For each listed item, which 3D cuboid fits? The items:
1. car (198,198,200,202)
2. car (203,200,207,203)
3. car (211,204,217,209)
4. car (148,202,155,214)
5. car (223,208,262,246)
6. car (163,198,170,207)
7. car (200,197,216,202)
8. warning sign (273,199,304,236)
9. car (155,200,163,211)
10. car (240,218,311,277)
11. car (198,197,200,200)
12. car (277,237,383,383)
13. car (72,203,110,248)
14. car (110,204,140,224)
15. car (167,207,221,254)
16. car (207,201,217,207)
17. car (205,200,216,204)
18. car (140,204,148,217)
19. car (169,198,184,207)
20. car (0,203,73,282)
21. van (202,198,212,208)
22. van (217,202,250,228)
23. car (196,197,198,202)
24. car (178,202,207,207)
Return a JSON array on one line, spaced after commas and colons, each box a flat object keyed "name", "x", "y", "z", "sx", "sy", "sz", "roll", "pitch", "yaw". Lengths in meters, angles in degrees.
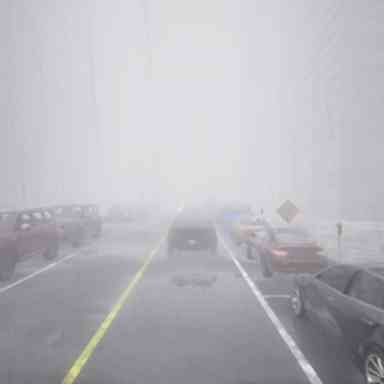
[{"name": "car", "x": 2.765, "y": 2.280, "z": 66.641, "sx": 2.008, "sy": 1.369, "sz": 4.403, "roll": 0, "pitch": -1, "yaw": 0}, {"name": "car", "x": 2.765, "y": 2.041, "z": 44.095, "sx": 1.947, "sy": 1.339, "sz": 4.313, "roll": 0, "pitch": -1, "yaw": 0}, {"name": "car", "x": 2.765, "y": 1.869, "z": 27.186, "sx": 1.802, "sy": 1.307, "sz": 4.206, "roll": 0, "pitch": -1, "yaw": 0}, {"name": "car", "x": -5.760, "y": 1.993, "z": 38.454, "sx": 1.802, "sy": 1.307, "sz": 4.206, "roll": 0, "pitch": -1, "yaw": 0}, {"name": "car", "x": 2.765, "y": 1.694, "z": 16.085, "sx": 1.752, "sy": 1.417, "sz": 4.829, "roll": 0, "pitch": -1, "yaw": 0}, {"name": "car", "x": -5.760, "y": 2.295, "z": 66.634, "sx": 1.947, "sy": 1.339, "sz": 4.313, "roll": 0, "pitch": -1, "yaw": 0}, {"name": "car", "x": 2.766, "y": 1.853, "z": 49.734, "sx": 2.192, "sy": 1.841, "sz": 5.009, "roll": 0, "pitch": -1, "yaw": 0}, {"name": "warning sign", "x": 5.063, "y": 1.299, "z": 17.543, "sx": 1.300, "sy": 1.860, "sz": 1.060, "roll": 0, "pitch": -1, "yaw": 0}, {"name": "car", "x": -5.760, "y": 2.120, "z": 49.726, "sx": 1.802, "sy": 1.307, "sz": 4.206, "roll": 0, "pitch": -1, "yaw": 0}, {"name": "car", "x": 2.765, "y": 1.689, "z": 10.277, "sx": 1.802, "sy": 1.307, "sz": 4.206, "roll": 0, "pitch": -1, "yaw": 0}, {"name": "car", "x": 2.765, "y": 2.321, "z": 72.447, "sx": 1.752, "sy": 1.417, "sz": 4.829, "roll": 0, "pitch": -1, "yaw": 0}, {"name": "car", "x": 2.766, "y": 1.615, "z": 4.641, "sx": 1.947, "sy": 1.339, "sz": 4.313, "roll": 0, "pitch": -1, "yaw": 0}, {"name": "car", "x": -5.758, "y": 1.481, "z": 15.914, "sx": 2.192, "sy": 1.841, "sz": 5.009, "roll": 0, "pitch": -1, "yaw": 0}, {"name": "car", "x": -5.759, "y": 1.727, "z": 27.183, "sx": 1.967, "sy": 1.590, "sz": 4.097, "roll": 0, "pitch": -1, "yaw": 0}, {"name": "car", "x": 0.029, "y": 1.627, "z": 14.255, "sx": 1.882, "sy": 1.535, "sz": 5.008, "roll": 0, "pitch": 0, "yaw": 0}, {"name": "car", "x": 2.765, "y": 1.900, "z": 32.823, "sx": 2.008, "sy": 1.369, "sz": 4.403, "roll": 0, "pitch": -1, "yaw": 0}, {"name": "car", "x": 2.765, "y": 1.977, "z": 38.459, "sx": 1.947, "sy": 1.339, "sz": 4.313, "roll": 0, "pitch": -1, "yaw": 0}, {"name": "car", "x": -5.760, "y": 1.931, "z": 32.817, "sx": 1.802, "sy": 1.307, "sz": 4.206, "roll": 0, "pitch": -1, "yaw": 0}, {"name": "car", "x": -3.011, "y": 2.315, "z": 65.339, "sx": 1.895, "sy": 1.301, "sz": 4.718, "roll": 0, "pitch": -1, "yaw": 0}, {"name": "car", "x": -5.758, "y": 1.422, "z": 10.278, "sx": 2.192, "sy": 1.841, "sz": 5.009, "roll": 0, "pitch": -1, "yaw": 0}, {"name": "van", "x": 2.766, "y": 2.006, "z": 61.007, "sx": 1.690, "sy": 1.788, "sz": 3.998, "roll": 0, "pitch": -1, "yaw": 0}, {"name": "van", "x": 2.766, "y": 1.568, "z": 21.553, "sx": 1.690, "sy": 1.788, "sz": 3.998, "roll": 0, "pitch": -1, "yaw": 0}, {"name": "car", "x": 2.765, "y": 2.431, "z": 89.187, "sx": 1.967, "sy": 1.590, "sz": 4.097, "roll": 0, "pitch": -1, "yaw": 0}, {"name": "car", "x": 0.027, "y": 1.866, "z": 28.476, "sx": 1.994, "sy": 1.385, "sz": 4.181, "roll": 0, "pitch": -1, "yaw": 0}]
